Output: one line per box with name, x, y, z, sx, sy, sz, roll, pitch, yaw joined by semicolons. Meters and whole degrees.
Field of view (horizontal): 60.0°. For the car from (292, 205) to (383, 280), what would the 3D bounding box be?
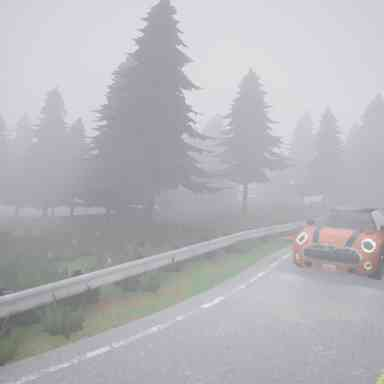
car;4.653;1.240;9.921;2.097;1.767;4.553;2;1;35
